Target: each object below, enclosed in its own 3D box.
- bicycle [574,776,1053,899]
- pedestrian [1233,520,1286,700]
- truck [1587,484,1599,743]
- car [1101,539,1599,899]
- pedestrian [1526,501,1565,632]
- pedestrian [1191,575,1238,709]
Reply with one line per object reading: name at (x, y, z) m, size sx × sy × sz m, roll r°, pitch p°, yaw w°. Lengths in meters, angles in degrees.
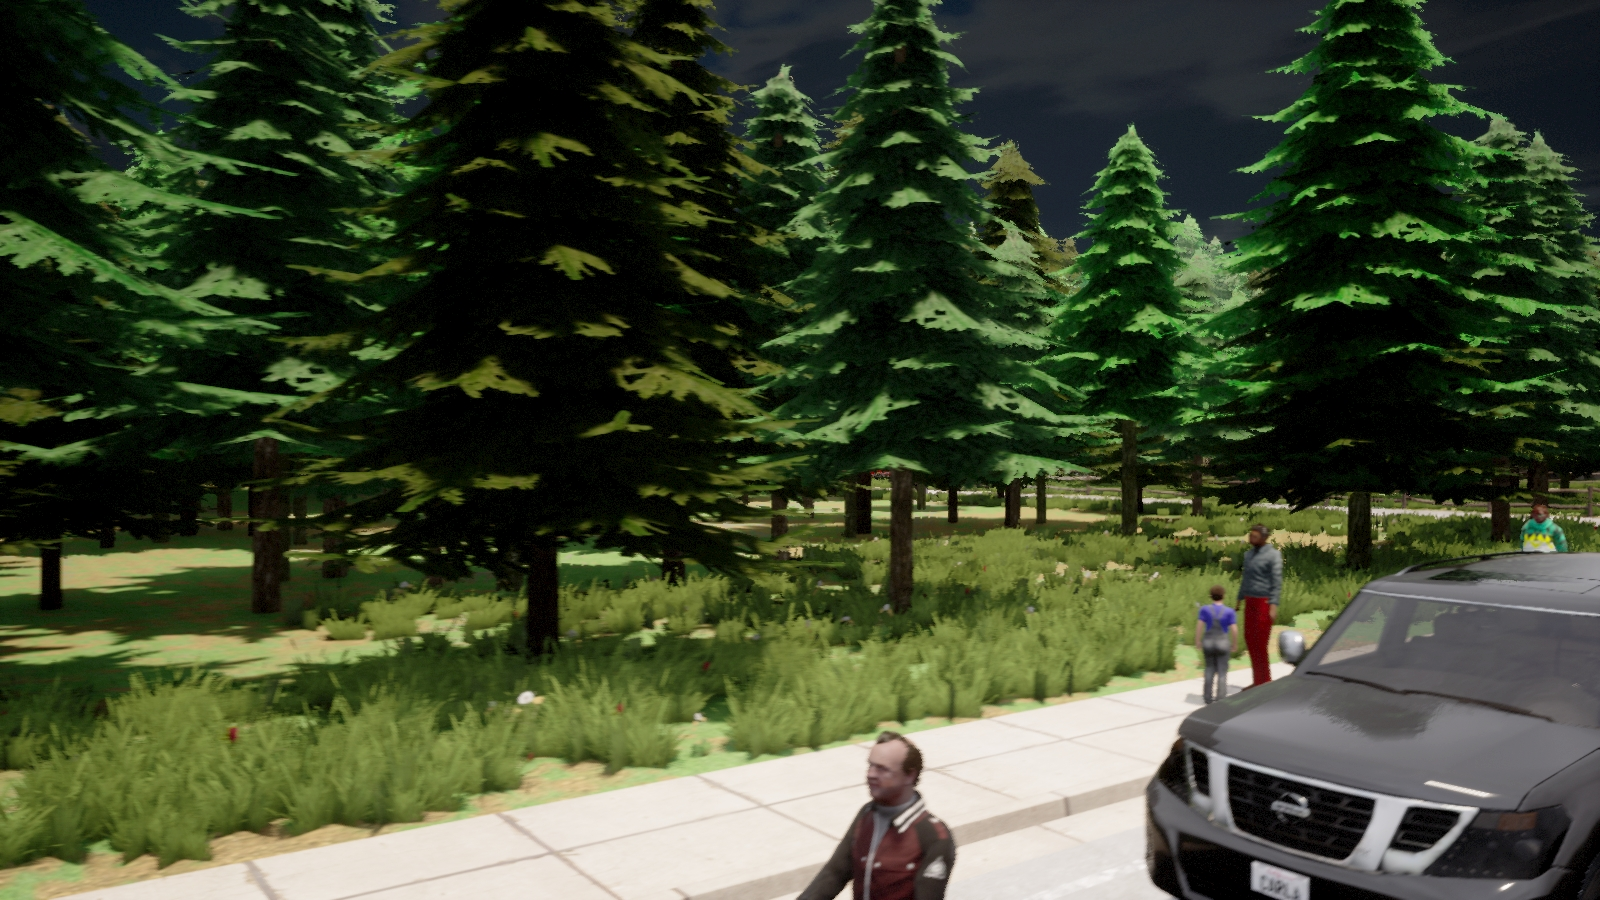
bicycle at (0.131, 2.061, 3.983) m, size 1.835 × 1.471 × 0.329 m, roll 0°, pitch 0°, yaw -36°
pedestrian at (4.918, 1.696, 12.239) m, size 0.375 × 1.860 × 0.375 m, roll 0°, pitch 0°, yaw -14°
truck at (10.455, 1.568, 11.470) m, size 5.204 × 2.467 × 2.627 m, roll 0°, pitch 0°, yaw -36°
car at (4.601, 1.780, 7.269) m, size 5.566 × 2.045 × 2.150 m, roll 0°, pitch 0°, yaw -36°
pedestrian at (10.946, 1.695, 16.785) m, size 0.375 × 1.860 × 0.375 m, roll 0°, pitch 0°, yaw -37°
pedestrian at (4.299, 1.975, 11.849) m, size 0.375 × 1.300 × 0.375 m, roll 0°, pitch 0°, yaw 35°
